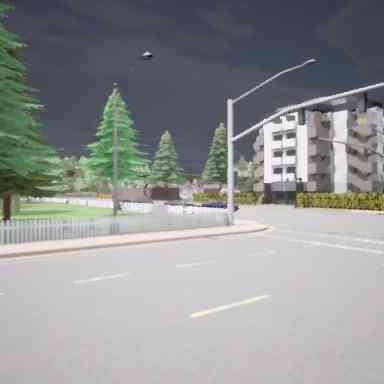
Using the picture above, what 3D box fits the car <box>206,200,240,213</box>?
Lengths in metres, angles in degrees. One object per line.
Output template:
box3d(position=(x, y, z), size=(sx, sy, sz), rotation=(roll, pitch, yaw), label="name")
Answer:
box3d(position=(3.136, 1.586, 36.678), size=(1.895, 1.301, 4.718), rotation=(0, 0, -34), label="car")

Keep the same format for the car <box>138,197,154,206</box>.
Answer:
box3d(position=(-7.792, 1.514, 53.016), size=(1.837, 1.490, 4.892), rotation=(0, 0, -34), label="car")

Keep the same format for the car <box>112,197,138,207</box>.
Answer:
box3d(position=(-10.727, 1.587, 51.109), size=(2.033, 1.411, 5.357), rotation=(0, 0, -34), label="car")

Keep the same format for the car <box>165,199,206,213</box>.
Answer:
box3d(position=(-1.161, 1.535, 36.785), size=(2.033, 1.411, 5.357), rotation=(0, 0, -34), label="car")
